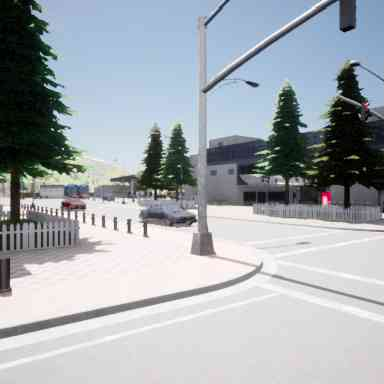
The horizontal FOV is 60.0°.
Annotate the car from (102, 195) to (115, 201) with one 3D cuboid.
[{"bbox_3d":[-18.887,1.389,75.015,1.845,1.501,3.633,0,0,-37],"label":"car"}]

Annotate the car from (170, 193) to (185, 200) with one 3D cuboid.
[{"bbox_3d":[-3.866,1.112,85.958,1.932,1.855,4.605,0,0,-37],"label":"car"}]

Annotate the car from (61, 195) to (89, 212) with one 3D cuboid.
[{"bbox_3d":[-14.209,1.493,39.829,1.882,1.535,5.008,0,0,-37],"label":"car"}]

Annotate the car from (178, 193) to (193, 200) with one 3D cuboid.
[{"bbox_3d":[-1.776,1.092,88.018,1.905,1.878,3.866,0,0,-37],"label":"car"}]

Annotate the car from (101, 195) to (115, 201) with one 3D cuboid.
[{"bbox_3d":[-20.905,1.399,82.753,1.970,1.475,3.806,0,0,-37],"label":"car"}]

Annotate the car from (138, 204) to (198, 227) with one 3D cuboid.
[{"bbox_3d":[-1.821,1.562,23.293,2.033,1.411,5.357,0,0,-37],"label":"car"}]
